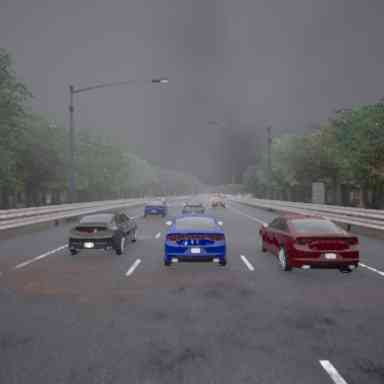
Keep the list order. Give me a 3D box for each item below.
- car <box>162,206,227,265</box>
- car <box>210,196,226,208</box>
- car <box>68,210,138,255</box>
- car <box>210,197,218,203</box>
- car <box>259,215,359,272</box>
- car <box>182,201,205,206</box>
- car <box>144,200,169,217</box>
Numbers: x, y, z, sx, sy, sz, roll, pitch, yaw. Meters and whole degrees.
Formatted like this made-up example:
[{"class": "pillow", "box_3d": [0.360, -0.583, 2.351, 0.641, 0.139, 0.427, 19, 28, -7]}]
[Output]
[{"class": "car", "box_3d": [0.100, 1.481, 11.722, 1.882, 1.535, 5.008, 0, 0, 0]}, {"class": "car", "box_3d": [3.981, 1.720, 50.737, 1.895, 1.301, 4.718, 0, 0, 2]}, {"class": "car", "box_3d": [-3.400, 1.509, 13.406, 1.837, 1.490, 4.892, 0, 0, 0]}, {"class": "car", "box_3d": [5.192, 1.837, 77.461, 1.837, 1.490, 4.892, 0, -1, 3]}, {"class": "car", "box_3d": [3.501, 1.469, 10.858, 1.882, 1.535, 5.008, 0, 0, 0]}, {"class": "car", "box_3d": [0.168, 1.534, 29.915, 2.128, 1.511, 4.902, 0, 0, 1]}, {"class": "car", "box_3d": [-3.313, 1.524, 31.550, 1.882, 1.535, 5.008, 0, 0, 1]}]
